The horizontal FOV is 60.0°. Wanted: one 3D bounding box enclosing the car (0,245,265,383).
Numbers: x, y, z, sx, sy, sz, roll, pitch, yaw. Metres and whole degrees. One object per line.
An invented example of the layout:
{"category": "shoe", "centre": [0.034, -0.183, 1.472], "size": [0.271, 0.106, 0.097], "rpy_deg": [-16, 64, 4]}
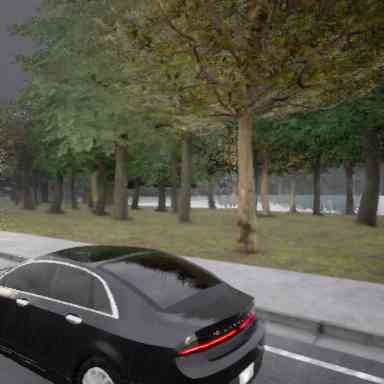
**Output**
{"category": "car", "centre": [-1.455, 1.506, 4.599], "size": [4.892, 1.490, 1.837], "rpy_deg": [0, 0, 36]}
